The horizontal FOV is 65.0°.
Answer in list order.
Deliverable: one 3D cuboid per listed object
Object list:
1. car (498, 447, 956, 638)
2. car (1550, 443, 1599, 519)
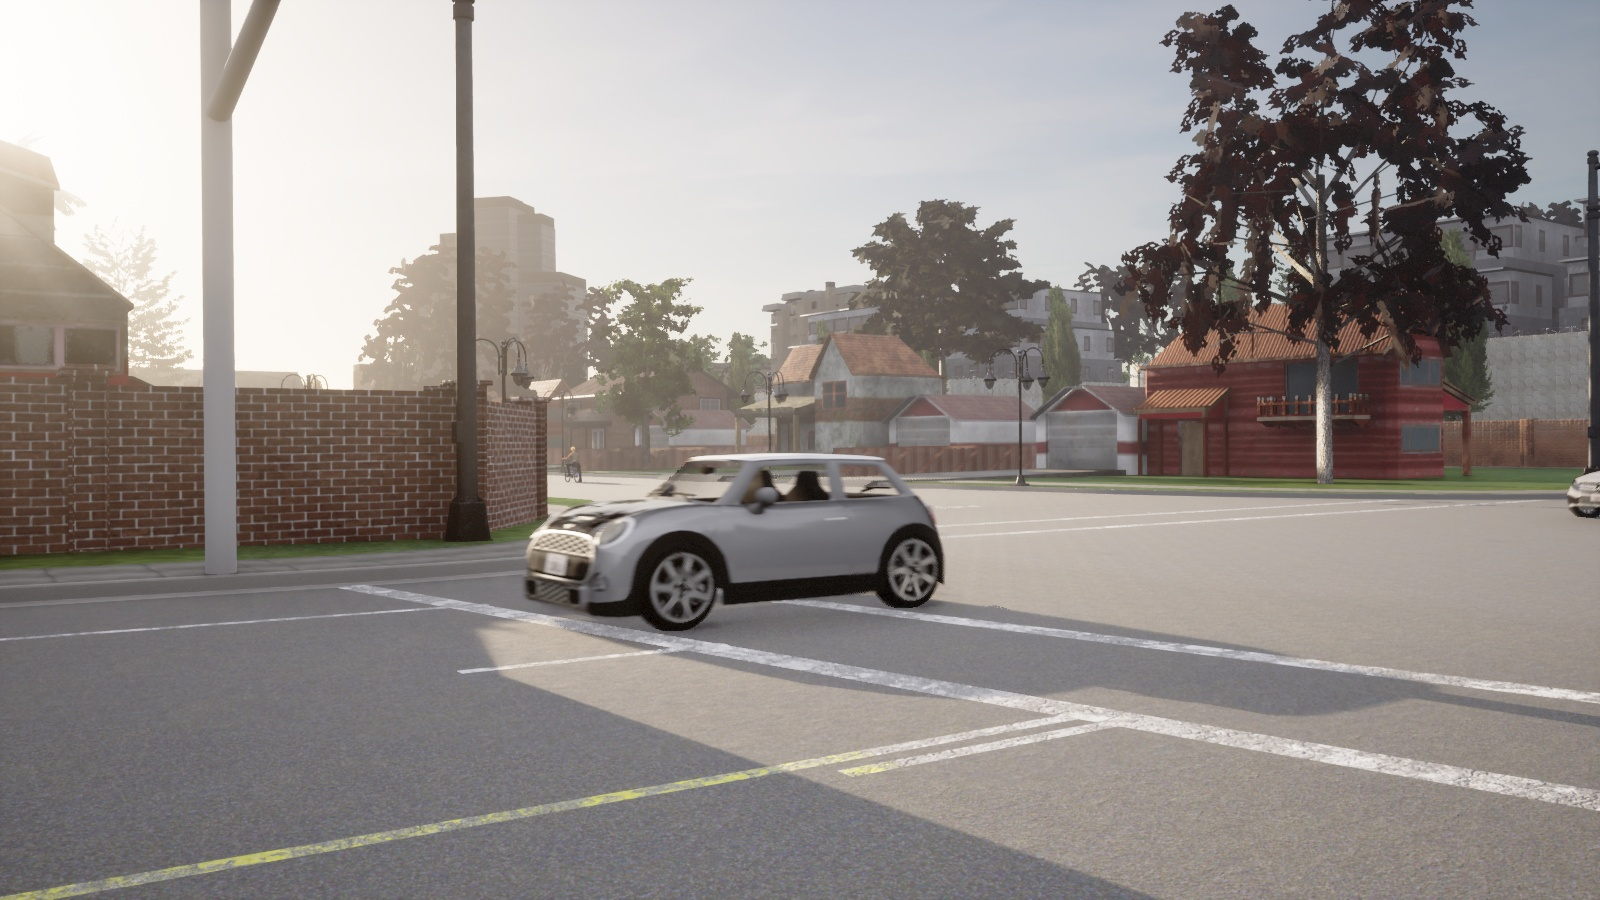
[{"bbox_3d":[-0.633,0.728,11.749,3.806,1.475,1.970,0,0,-35],"label":"car"},{"bbox_3d":[17.482,0.569,25.062,4.674,1.442,1.812,-1,1,-21],"label":"car"}]
